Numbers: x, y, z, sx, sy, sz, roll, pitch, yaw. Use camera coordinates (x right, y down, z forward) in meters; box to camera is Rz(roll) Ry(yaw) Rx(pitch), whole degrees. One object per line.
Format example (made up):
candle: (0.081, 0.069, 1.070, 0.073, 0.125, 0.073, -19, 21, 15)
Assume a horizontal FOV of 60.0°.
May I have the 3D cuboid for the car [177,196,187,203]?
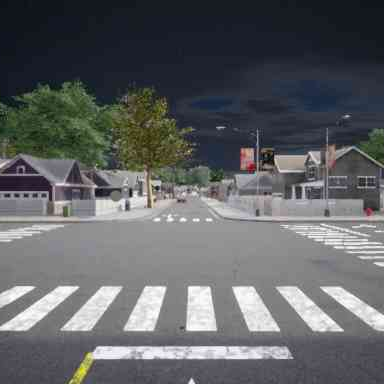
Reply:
car: (-2.139, 1.504, 68.931, 1.882, 1.535, 5.008, 0, 0, 0)
